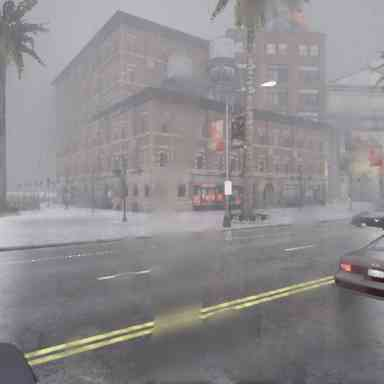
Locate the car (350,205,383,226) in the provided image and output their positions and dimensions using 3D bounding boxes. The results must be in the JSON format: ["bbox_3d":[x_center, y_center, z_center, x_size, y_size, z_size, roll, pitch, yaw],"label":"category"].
[{"bbox_3d":[12.304,1.541,21.134,5.357,1.411,2.033,0,0,-35],"label":"car"}]

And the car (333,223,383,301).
[{"bbox_3d":[5.434,1.545,7.572,5.357,1.411,2.033,0,0,-35],"label":"car"}]

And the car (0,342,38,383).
[{"bbox_3d":[-3.403,1.548,1.256,5.357,1.411,2.033,0,0,-36],"label":"car"}]
